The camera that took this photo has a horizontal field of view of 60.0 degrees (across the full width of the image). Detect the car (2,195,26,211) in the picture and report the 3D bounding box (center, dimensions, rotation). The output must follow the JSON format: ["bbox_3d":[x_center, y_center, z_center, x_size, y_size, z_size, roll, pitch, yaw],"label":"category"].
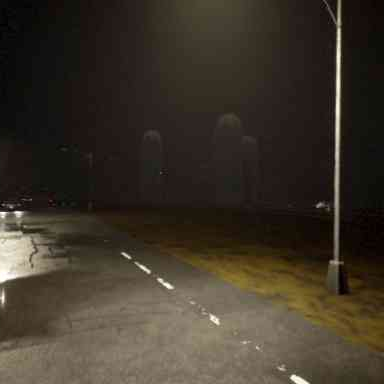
[{"bbox_3d":[-20.029,1.346,37.236,1.812,1.442,4.674,1,0,-25],"label":"car"}]

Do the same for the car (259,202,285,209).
[{"bbox_3d":[16.552,2.899,70.853,4.902,1.511,2.128,2,-2,-25],"label":"car"}]

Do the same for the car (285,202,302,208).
[{"bbox_3d":[23.373,3.065,77.045,4.674,1.442,1.812,2,-2,-25],"label":"car"}]

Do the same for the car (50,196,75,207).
[{"bbox_3d":[-18.907,1.400,48.614,1.837,1.490,4.892,-2,-1,7],"label":"car"}]

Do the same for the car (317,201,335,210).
[{"bbox_3d":[31.917,3.117,77.974,5.566,2.045,2.150,2,-2,-25],"label":"car"}]
